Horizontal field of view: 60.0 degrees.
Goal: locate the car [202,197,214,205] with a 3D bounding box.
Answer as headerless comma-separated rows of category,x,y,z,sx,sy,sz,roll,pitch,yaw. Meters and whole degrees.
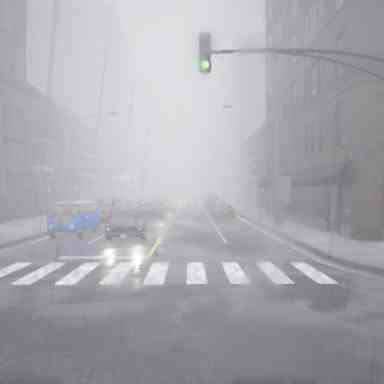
car,2.663,1.510,55.981,1.802,1.307,4.206,0,0,0

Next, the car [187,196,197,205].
car,-0.005,1.451,57.792,1.812,1.442,4.674,0,0,0

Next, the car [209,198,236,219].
car,2.665,1.491,28.179,1.752,1.417,4.829,0,0,0

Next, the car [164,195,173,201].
car,-5.866,1.438,83.943,1.887,1.381,4.507,0,0,0

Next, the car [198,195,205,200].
car,2.659,1.468,95.141,1.802,1.307,4.206,0,0,0

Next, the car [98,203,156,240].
car,-3.126,1.525,17.105,2.033,1.411,5.357,0,0,-4

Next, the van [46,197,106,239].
van,-5.859,1.318,16.793,1.690,1.788,3.998,0,0,0

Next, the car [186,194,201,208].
car,0.050,1.464,47.825,1.812,1.442,4.674,0,0,0

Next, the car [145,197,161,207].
car,-5.863,1.484,50.368,2.008,1.369,4.403,0,0,0

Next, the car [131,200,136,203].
car,-5.861,1.403,27.985,1.967,1.590,4.097,0,0,0

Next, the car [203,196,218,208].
car,2.664,1.517,39.198,1.947,1.339,4.313,0,0,0

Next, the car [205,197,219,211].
car,2.665,1.509,33.604,2.008,1.369,4.403,0,0,0

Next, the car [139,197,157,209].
car,-5.862,1.466,44.603,1.752,1.417,4.829,0,0,0

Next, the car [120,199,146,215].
car,-5.861,1.500,33.581,1.887,1.381,4.507,0,0,0

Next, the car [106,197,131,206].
car,-5.860,1.285,22.389,2.192,1.841,5.009,0,0,0

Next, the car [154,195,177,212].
car,-3.088,1.428,37.877,1.882,1.535,5.008,0,0,0

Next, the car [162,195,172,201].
car,-5.865,1.444,78.347,1.887,1.381,4.507,0,0,0

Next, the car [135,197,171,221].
car,-3.102,1.442,27.432,1.882,1.535,5.008,0,0,0

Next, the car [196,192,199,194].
car,2.660,1.336,83.952,1.967,1.590,4.097,0,0,0

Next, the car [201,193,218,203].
car,2.664,1.258,44.792,2.192,1.841,5.009,0,0,0

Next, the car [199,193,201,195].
car,2.994,1.137,67.804,2.150,2.045,5.566,0,0,0

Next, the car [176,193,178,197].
car,-5.867,1.434,95.134,2.008,1.369,4.403,0,0,0
